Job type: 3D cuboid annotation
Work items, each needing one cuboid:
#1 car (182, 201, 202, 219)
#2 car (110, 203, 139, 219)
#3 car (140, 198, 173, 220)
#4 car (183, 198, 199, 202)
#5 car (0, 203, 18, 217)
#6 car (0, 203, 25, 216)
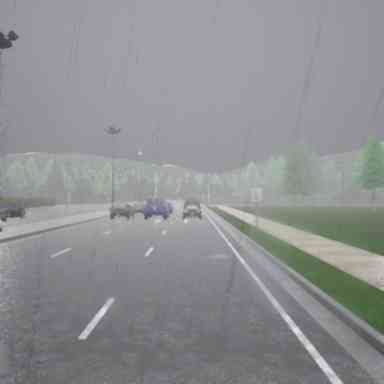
[{"bbox_3d":[0.026,1.972,33.850,1.812,1.442,4.674,0,-1,0],"label":"car"},{"bbox_3d":[-6.974,1.950,33.786,1.837,1.490,4.892,0,-1,0],"label":"car"},{"bbox_3d":[-3.474,1.663,33.522,2.150,2.045,5.566,0,-1,0],"label":"car"},{"bbox_3d":[0.026,1.801,43.960,2.150,2.045,5.566,0,-1,0],"label":"car"},{"bbox_3d":[-21.970,2.061,37.689,1.837,1.490,4.892,0,-1,0],"label":"car"},{"bbox_3d":[-14.980,1.556,26.449,1.994,1.385,4.181,0,-1,0],"label":"car"}]
